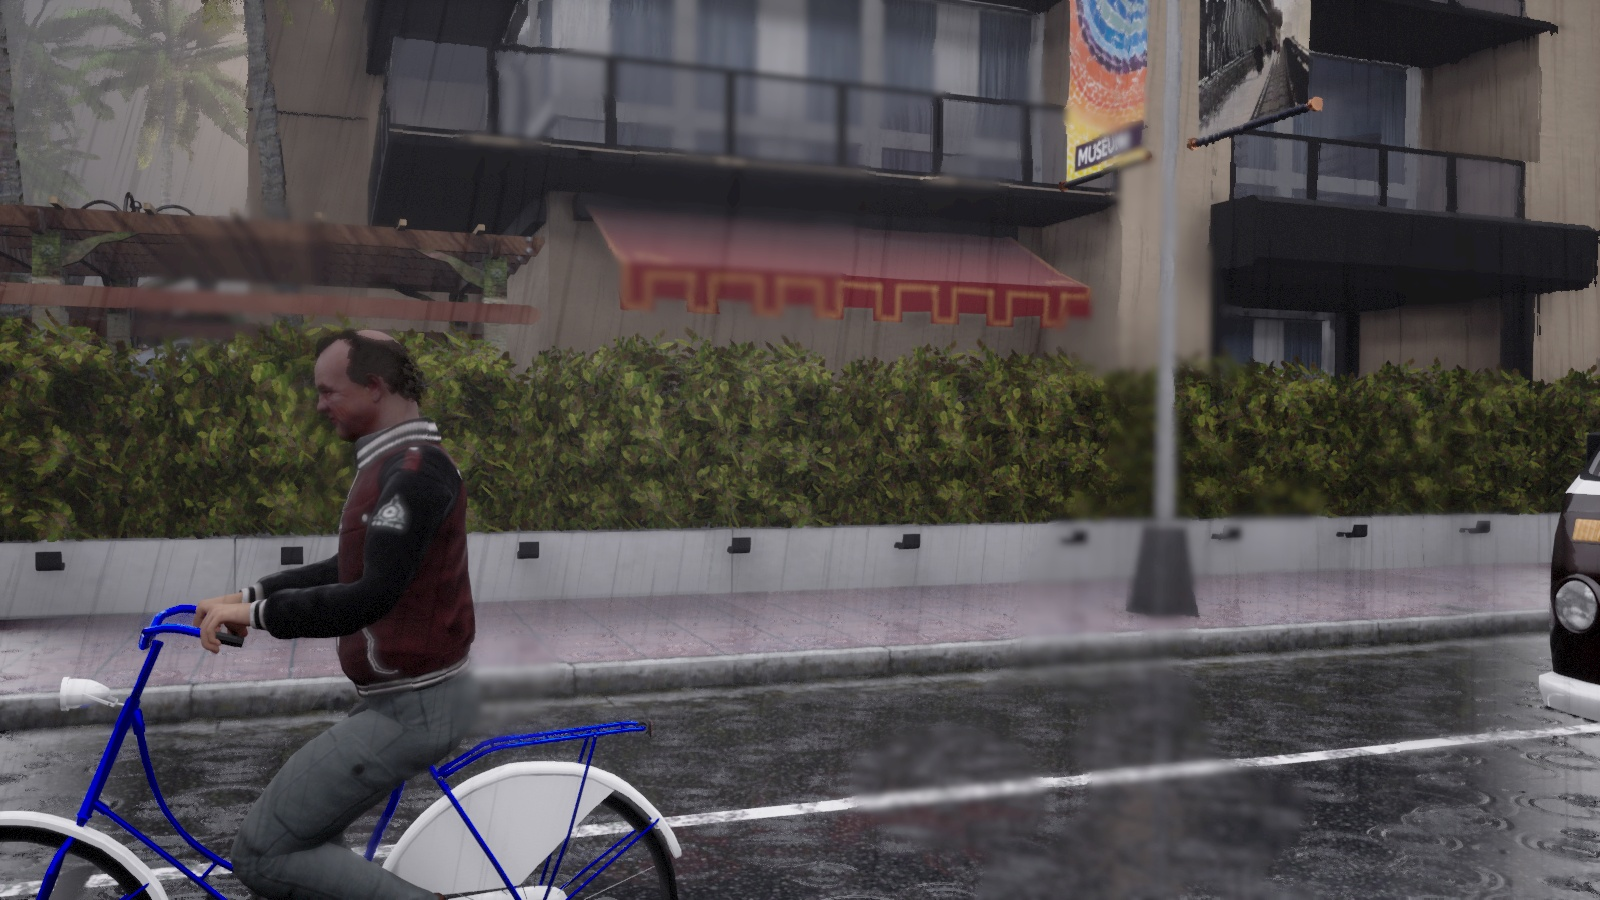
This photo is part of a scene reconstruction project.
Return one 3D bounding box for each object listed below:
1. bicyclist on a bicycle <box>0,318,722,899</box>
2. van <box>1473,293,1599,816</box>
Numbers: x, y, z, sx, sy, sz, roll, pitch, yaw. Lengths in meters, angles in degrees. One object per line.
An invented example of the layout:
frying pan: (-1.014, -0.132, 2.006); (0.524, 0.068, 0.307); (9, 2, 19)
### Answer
bicyclist on a bicycle: (-1.157, 0.636, 2.793); (1.843, 1.776, 0.659); (-1, 1, -21)
van: (5.369, 0.378, 5.225); (4.480, 2.038, 2.069); (-1, 1, -20)
